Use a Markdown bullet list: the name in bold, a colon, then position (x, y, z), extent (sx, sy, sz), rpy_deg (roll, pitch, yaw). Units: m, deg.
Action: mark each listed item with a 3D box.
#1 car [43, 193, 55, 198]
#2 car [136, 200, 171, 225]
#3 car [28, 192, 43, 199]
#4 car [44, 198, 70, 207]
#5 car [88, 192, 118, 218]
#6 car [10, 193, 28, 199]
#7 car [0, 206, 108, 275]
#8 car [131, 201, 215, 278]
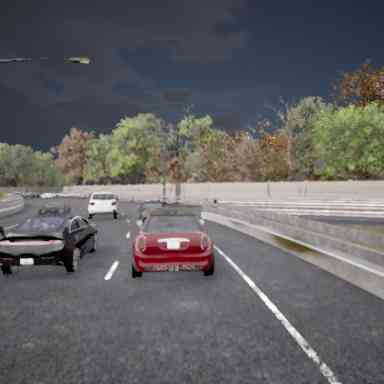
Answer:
- **car**: position (-35.258, 0.869, 81.285), extent (4.674, 1.442, 1.812), rpy_deg (0, 1, 41)
- **car**: position (-2.919, 1.367, 24.159), extent (2.033, 1.411, 5.357), rpy_deg (0, 0, -12)
- **car**: position (-38.052, 0.712, 79.028), extent (4.553, 1.767, 2.097), rpy_deg (0, 1, 41)
- **car**: position (-10.630, 1.428, 26.208), extent (1.895, 1.301, 4.718), rpy_deg (0, 0, -14)
- **car**: position (-7.311, 1.028, 27.431), extent (2.150, 2.045, 5.566), rpy_deg (0, 0, -15)
- **car**: position (-40.470, 0.911, 76.497), extent (4.902, 1.511, 2.128), rpy_deg (0, 1, 41)
- **car**: position (-4.166, 1.424, 10.325), extent (2.128, 1.511, 4.902), rpy_deg (0, 1, -6)
- **car**: position (-0.638, 1.275, 10.102), extent (2.097, 1.767, 4.553), rpy_deg (0, 1, -5)
